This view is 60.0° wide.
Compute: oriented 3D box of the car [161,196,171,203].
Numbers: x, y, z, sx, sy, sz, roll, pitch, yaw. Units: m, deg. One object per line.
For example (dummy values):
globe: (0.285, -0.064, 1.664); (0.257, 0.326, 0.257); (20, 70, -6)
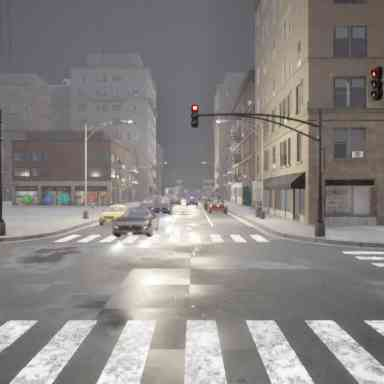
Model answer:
car: (-5.406, 1.530, 69.196); (1.752, 1.417, 4.829); (0, 0, 0)

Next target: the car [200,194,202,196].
car: (2.619, 1.555, 69.367); (2.008, 1.369, 4.403); (0, 0, 0)

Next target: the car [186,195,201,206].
car: (-0.014, 1.604, 53.887); (1.895, 1.301, 4.718); (0, 0, 0)

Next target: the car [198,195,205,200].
car: (2.613, 1.575, 92.015); (1.947, 1.339, 4.313); (0, 0, 0)

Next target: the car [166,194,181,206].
car: (-2.778, 1.551, 56.689); (2.033, 1.411, 5.357); (0, 0, 0)

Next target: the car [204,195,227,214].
car: (2.628, 1.441, 35.396); (1.967, 1.590, 4.097); (0, 0, 0)

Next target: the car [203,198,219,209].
car: (2.625, 1.568, 46.720); (1.947, 1.339, 4.313); (0, 0, 0)

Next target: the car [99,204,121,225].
car: (-5.394, 1.526, 23.900); (1.752, 1.417, 4.829); (0, 0, 0)

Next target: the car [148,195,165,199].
car: (-5.400, 1.317, 46.718); (2.192, 1.841, 5.009); (0, 0, 0)

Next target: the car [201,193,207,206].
car: (2.627, 1.317, 41.058); (2.192, 1.841, 5.009); (0, 0, 0)

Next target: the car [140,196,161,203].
car: (-5.398, 1.553, 41.056); (2.008, 1.369, 4.403); (0, 0, 0)

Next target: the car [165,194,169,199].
car: (-5.404, 1.586, 63.704); (1.802, 1.307, 4.206); (0, 0, 0)

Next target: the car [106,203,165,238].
car: (-2.852, 1.547, 18.007); (2.033, 1.411, 5.357); (0, 0, 0)

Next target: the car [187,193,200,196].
car: (-0.017, 1.225, 64.189); (2.150, 2.045, 5.566); (0, 0, 0)

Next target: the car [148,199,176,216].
car: (-2.856, 1.602, 32.502); (1.895, 1.301, 4.718); (0, 0, 0)

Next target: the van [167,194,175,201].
van: (-5.410, 1.349, 86.351); (1.690, 1.788, 3.998); (0, 0, 0)
